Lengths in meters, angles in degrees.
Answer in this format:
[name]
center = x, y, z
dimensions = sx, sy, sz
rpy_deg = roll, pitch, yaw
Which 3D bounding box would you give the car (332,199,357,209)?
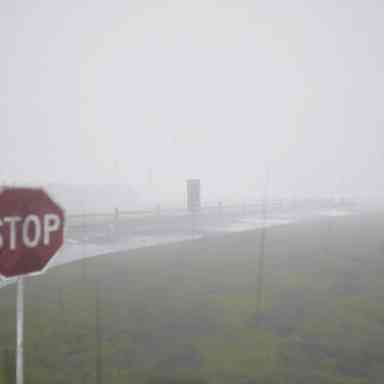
[car]
center = 21.099, 1.583, 46.073
dimensions = 1.895, 1.301, 4.718
rpy_deg = 0, 0, 44
